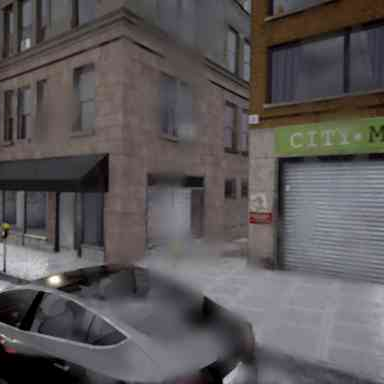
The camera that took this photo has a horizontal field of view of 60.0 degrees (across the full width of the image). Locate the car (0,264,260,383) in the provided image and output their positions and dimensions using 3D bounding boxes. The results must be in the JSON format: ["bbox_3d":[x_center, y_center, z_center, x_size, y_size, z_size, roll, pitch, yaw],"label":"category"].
[{"bbox_3d":[-1.353,1.558,3.902,4.313,1.339,1.947,0,1,35],"label":"car"}]
